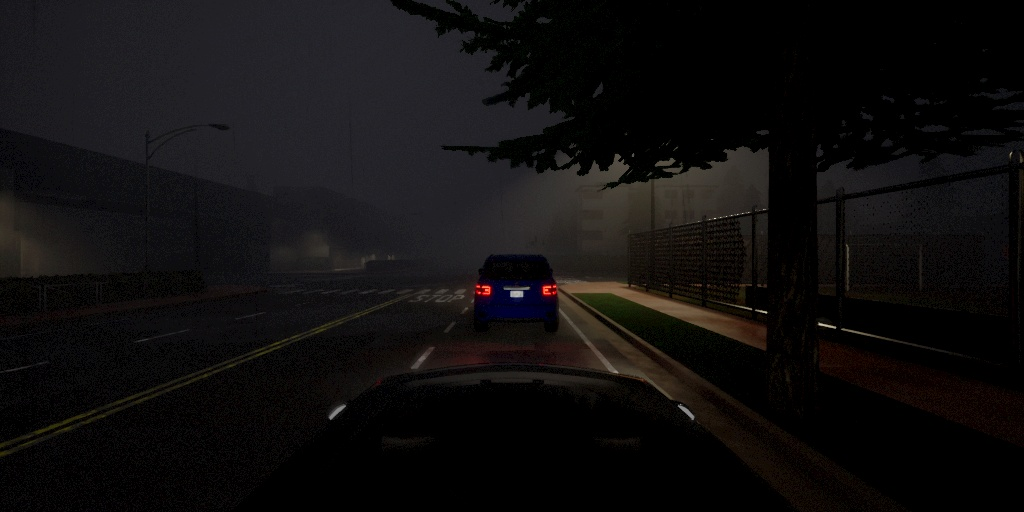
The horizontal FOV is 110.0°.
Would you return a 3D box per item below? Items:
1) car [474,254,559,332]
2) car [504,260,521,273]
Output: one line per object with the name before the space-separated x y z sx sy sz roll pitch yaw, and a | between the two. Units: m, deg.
car | 0.115 0.972 10.977 2.150 2.045 5.566 0 0 0
car | 0.023 1.241 45.793 2.128 1.511 4.902 0 0 0
